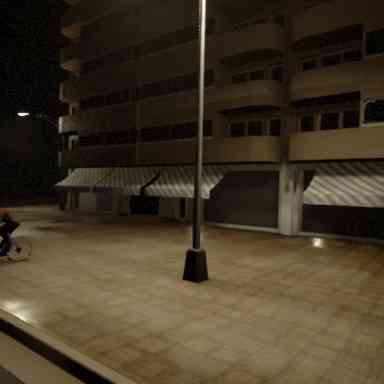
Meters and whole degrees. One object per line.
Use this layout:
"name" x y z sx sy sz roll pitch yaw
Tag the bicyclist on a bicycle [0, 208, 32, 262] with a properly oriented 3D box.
"bicyclist on a bicycle" -4.916 1.061 8.475 0.582 1.620 1.656 2 1 44
